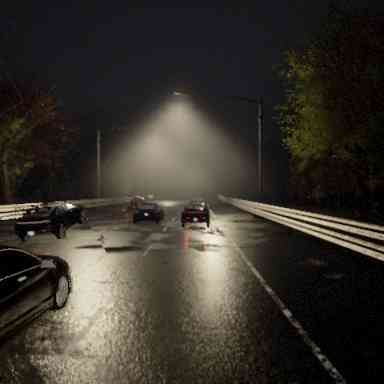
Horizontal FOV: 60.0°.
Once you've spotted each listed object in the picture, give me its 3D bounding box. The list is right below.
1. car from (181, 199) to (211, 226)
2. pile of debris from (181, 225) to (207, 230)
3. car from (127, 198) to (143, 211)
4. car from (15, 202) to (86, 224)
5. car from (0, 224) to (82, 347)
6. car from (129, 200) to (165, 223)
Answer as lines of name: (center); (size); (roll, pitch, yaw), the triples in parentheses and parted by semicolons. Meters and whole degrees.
car: (0.263, 1.476, 22.968); (2.128, 1.511, 4.902); (0, 0, 1)
pile of debris: (0.129, 2.163, 20.392); (1.500, 0.140, 1.860); (0, 0, 1)
car: (-6.408, 1.492, 39.270); (1.812, 1.442, 4.674); (0, 0, 1)
car: (-6.805, 1.228, 16.438); (2.128, 1.511, 4.902); (-4, 7, 1)
car: (-3.383, 1.503, 4.883); (1.837, 1.490, 4.892); (0, 0, 0)
car: (-3.204, 1.552, 25.504); (1.994, 1.385, 4.181); (0, 0, 1)
